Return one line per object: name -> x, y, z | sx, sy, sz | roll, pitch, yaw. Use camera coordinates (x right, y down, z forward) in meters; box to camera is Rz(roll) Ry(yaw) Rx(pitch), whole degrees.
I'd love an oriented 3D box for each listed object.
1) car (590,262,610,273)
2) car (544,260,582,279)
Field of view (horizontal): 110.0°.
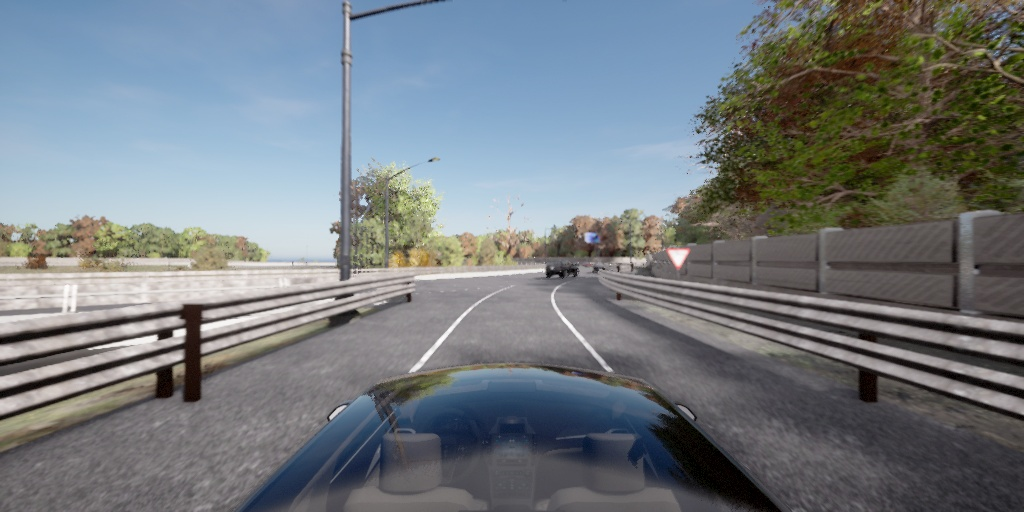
car -> 14.487, 1.964, 58.988 | 1.882, 1.535, 5.008 | 0, -1, 20
car -> 5.590, 1.455, 39.958 | 2.150, 2.045, 5.566 | 0, -1, 30
